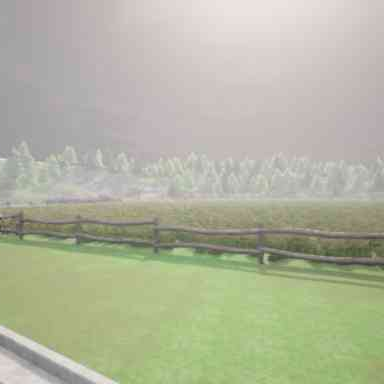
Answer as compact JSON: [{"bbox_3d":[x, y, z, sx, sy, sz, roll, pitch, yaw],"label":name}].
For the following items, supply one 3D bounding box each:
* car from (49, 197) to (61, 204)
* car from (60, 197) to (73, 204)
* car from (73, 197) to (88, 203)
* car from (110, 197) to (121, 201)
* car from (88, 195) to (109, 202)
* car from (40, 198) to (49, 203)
[{"bbox_3d":[-33.592,2.109,84.735,2.097,1.767,4.553,0,0,11],"label":"car"},{"bbox_3d":[-30.250,2.231,83.587,1.837,1.490,4.892,0,0,11],"label":"car"},{"bbox_3d":[-26.815,2.190,82.912,1.882,1.535,5.008,0,0,11],"label":"car"},{"bbox_3d":[-21.372,2.137,92.462,1.812,1.442,4.674,0,0,11],"label":"car"},{"bbox_3d":[-23.274,2.223,82.782,1.812,1.442,4.674,0,0,11],"label":"car"},{"bbox_3d":[-37.038,2.335,85.345,1.994,1.385,4.181,0,0,11],"label":"car"}]
